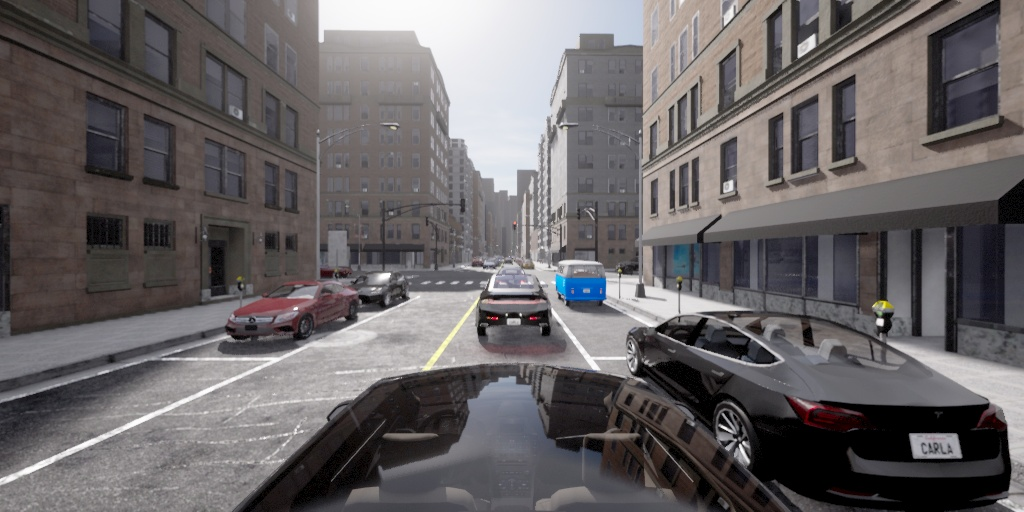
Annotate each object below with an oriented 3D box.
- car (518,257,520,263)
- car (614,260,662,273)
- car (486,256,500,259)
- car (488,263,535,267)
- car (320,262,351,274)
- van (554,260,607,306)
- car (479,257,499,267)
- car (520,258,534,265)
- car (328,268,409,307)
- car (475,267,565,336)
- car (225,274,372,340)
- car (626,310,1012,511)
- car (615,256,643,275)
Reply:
[{"bbox_3d":[2.430,1.173,60.105,1.967,1.591,4.097,0,0,-1],"label":"car"},{"bbox_3d":[14.704,1.207,42.060,5.008,1.535,1.882,0,0,-1],"label":"car"},{"bbox_3d":[-3.561,1.235,64.606,1.837,1.490,4.892,0,0,-1],"label":"car"},{"bbox_3d":[-0.044,1.295,20.101,2.033,1.411,5.357,0,0,0],"label":"car"},{"bbox_3d":[-16.673,1.336,31.657,4.718,1.301,1.895,0,0,-1],"label":"car"},{"bbox_3d":[2.823,1.089,15.391,1.690,1.789,3.998,0,0,0],"label":"van"},{"bbox_3d":[-3.439,1.284,54.908,2.033,1.411,5.357,0,0,-1],"label":"car"},{"bbox_3d":[2.517,1.262,54.750,1.751,1.417,4.829,0,0,-1],"label":"car"},{"bbox_3d":[-5.702,1.314,15.360,1.948,1.339,4.313,0,0,0],"label":"car"},{"bbox_3d":[0.052,1.240,10.359,2.128,1.511,4.902,0,0,0],"label":"car"},{"bbox_3d":[-5.688,1.331,9.909,1.802,1.307,4.207,0,0,0],"label":"car"},{"bbox_3d":[2.851,1.315,4.494,1.948,1.339,4.313,0,0,0],"label":"car"},{"bbox_3d":[14.087,0.960,38.802,5.566,2.045,2.150,0,0,-1],"label":"car"}]
